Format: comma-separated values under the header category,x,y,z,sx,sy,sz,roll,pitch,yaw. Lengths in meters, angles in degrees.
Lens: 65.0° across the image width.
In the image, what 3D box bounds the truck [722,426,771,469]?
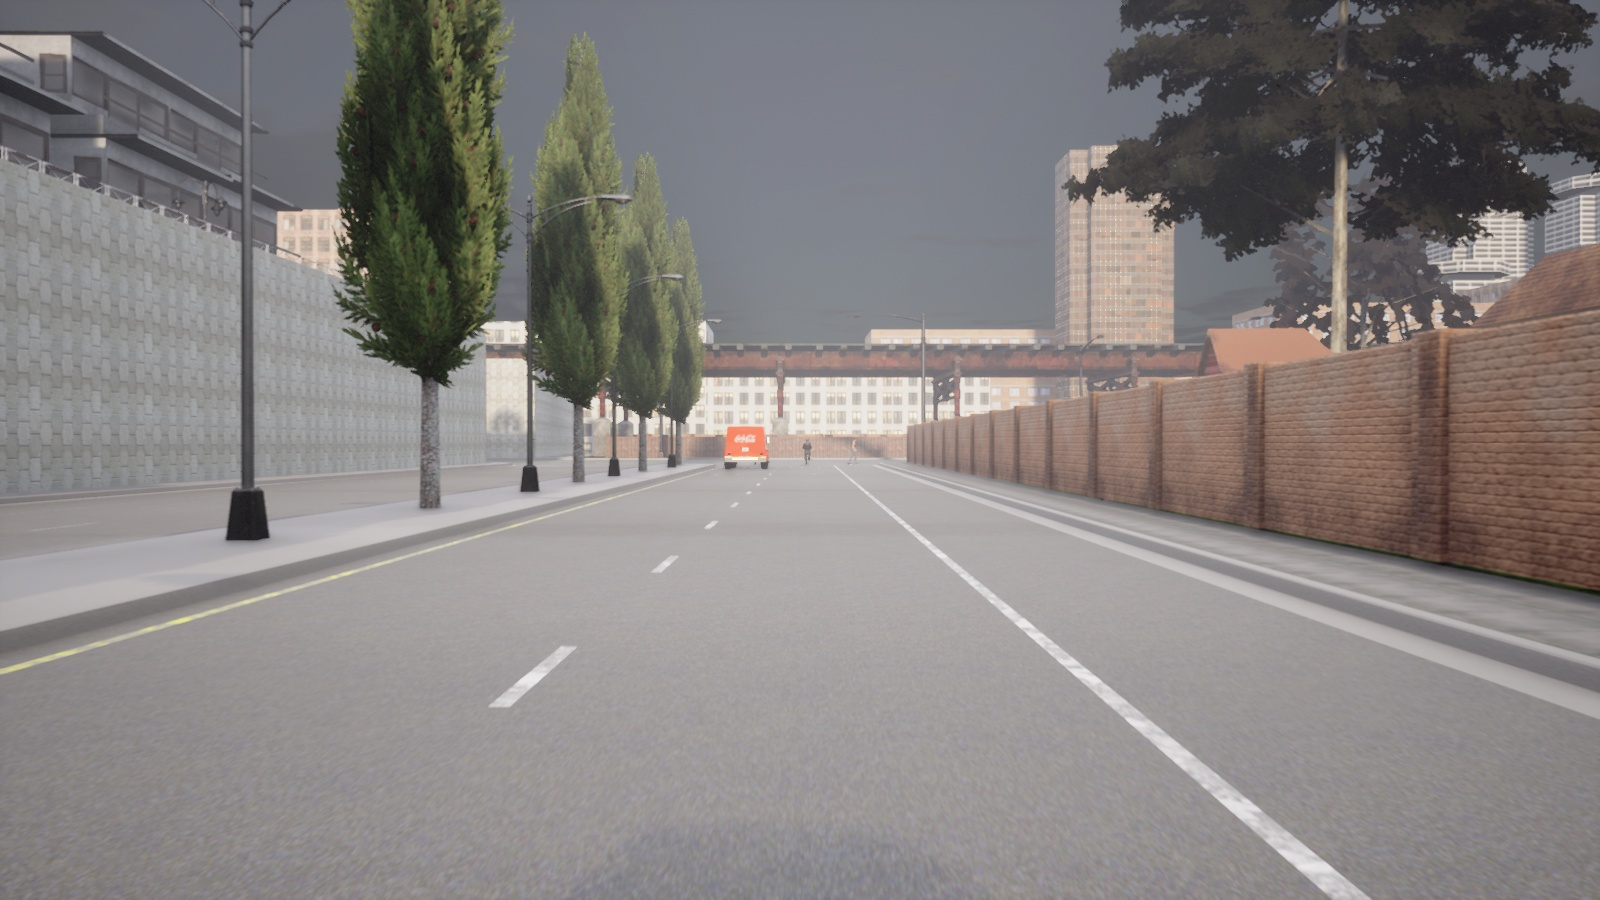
category,x,y,z,sx,sy,sz,roll,pitch,yaw
truck,-3.066,-0.157,73.466,2.627,2.467,5.204,0,0,0
